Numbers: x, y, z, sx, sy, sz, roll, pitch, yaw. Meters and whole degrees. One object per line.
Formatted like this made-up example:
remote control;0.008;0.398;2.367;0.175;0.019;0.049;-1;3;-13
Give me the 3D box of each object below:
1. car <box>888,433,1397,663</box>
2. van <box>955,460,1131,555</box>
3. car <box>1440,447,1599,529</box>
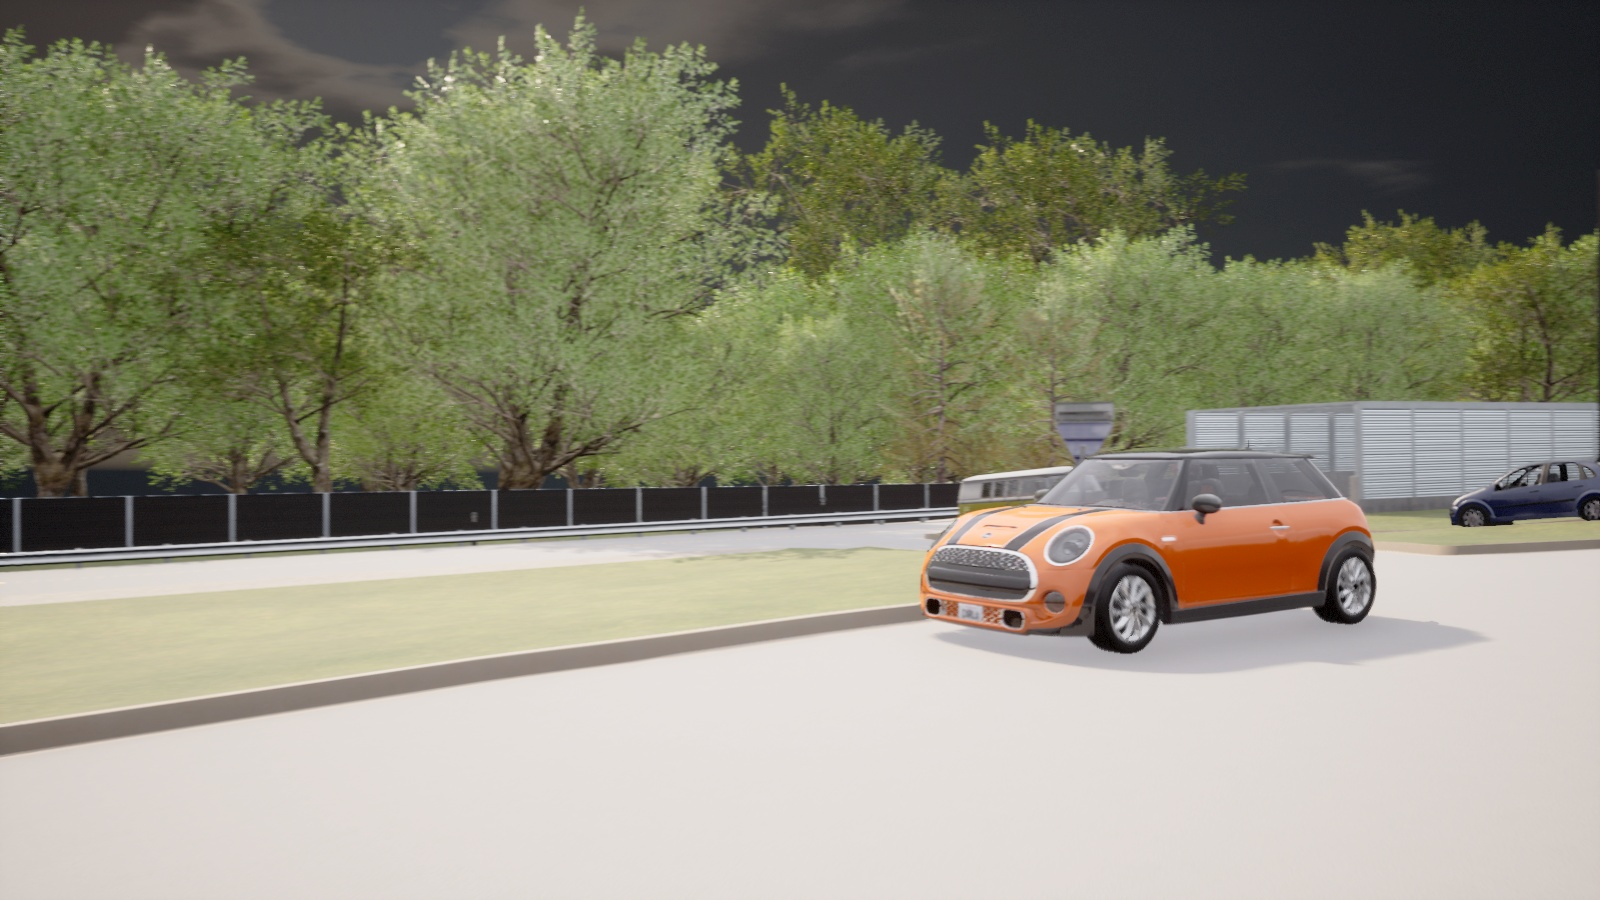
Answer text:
car;3.295;0.752;11.826;4.553;1.767;2.097;-1;0;-33
van;5.628;1.414;29.731;1.775;1.987;4.442;-3;-3;-23
car;18.156;0.933;30.607;1.851;1.617;3.988;0;-7;-41
